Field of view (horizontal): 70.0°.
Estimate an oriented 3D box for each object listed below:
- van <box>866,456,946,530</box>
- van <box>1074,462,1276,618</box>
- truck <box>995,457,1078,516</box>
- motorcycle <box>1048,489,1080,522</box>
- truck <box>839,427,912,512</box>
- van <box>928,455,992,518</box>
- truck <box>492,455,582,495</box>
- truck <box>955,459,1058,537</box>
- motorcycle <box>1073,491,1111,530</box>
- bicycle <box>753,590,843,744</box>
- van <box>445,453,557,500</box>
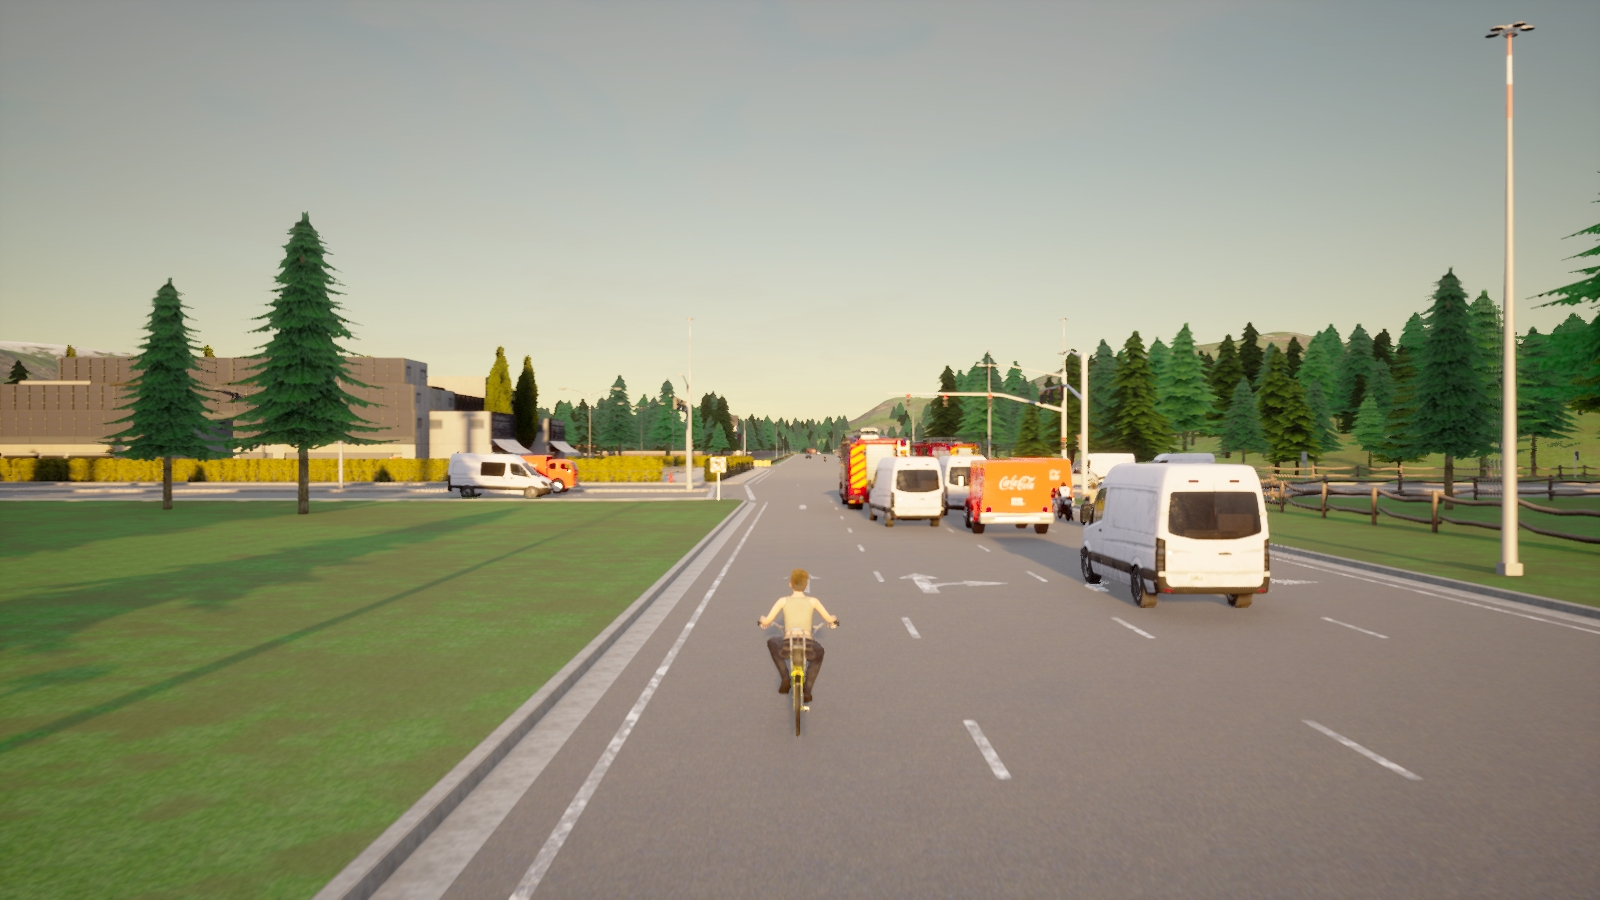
[{"bbox_3d":[3.925,1.534,43.366,1.988,2.561,5.915,0,0,-5],"label":"van"},{"bbox_3d":[7.000,1.534,22.130,1.988,2.561,5.915,0,0,0],"label":"van"},{"bbox_3d":[10.481,1.568,51.134,2.627,2.467,5.204,0,0,0],"label":"truck"},{"bbox_3d":[10.494,2.186,45.398,0.803,1.199,2.033,0,0,0],"label":"motorcycle"},{"bbox_3d":[3.552,0.891,55.842,2.891,3.827,8.468,0,0,-1],"label":"truck"},{"bbox_3d":[6.997,1.535,50.488,1.988,2.561,5.915,0,0,0],"label":"van"},{"bbox_3d":[-16.840,1.580,73.340,5.204,2.467,2.627,-1,0,-1],"label":"truck"},{"bbox_3d":[6.994,1.565,39.329,2.627,2.467,5.204,0,0,0],"label":"truck"},{"bbox_3d":[10.496,2.155,41.203,0.764,1.307,2.356,0,0,0],"label":"motorcycle"},{"bbox_3d":[-0.017,2.158,11.617,0.859,1.276,1.487,0,0,0],"label":"bicycle"},{"bbox_3d":[-17.327,1.528,66.332,5.915,2.561,1.988,1,0,-1],"label":"van"}]
